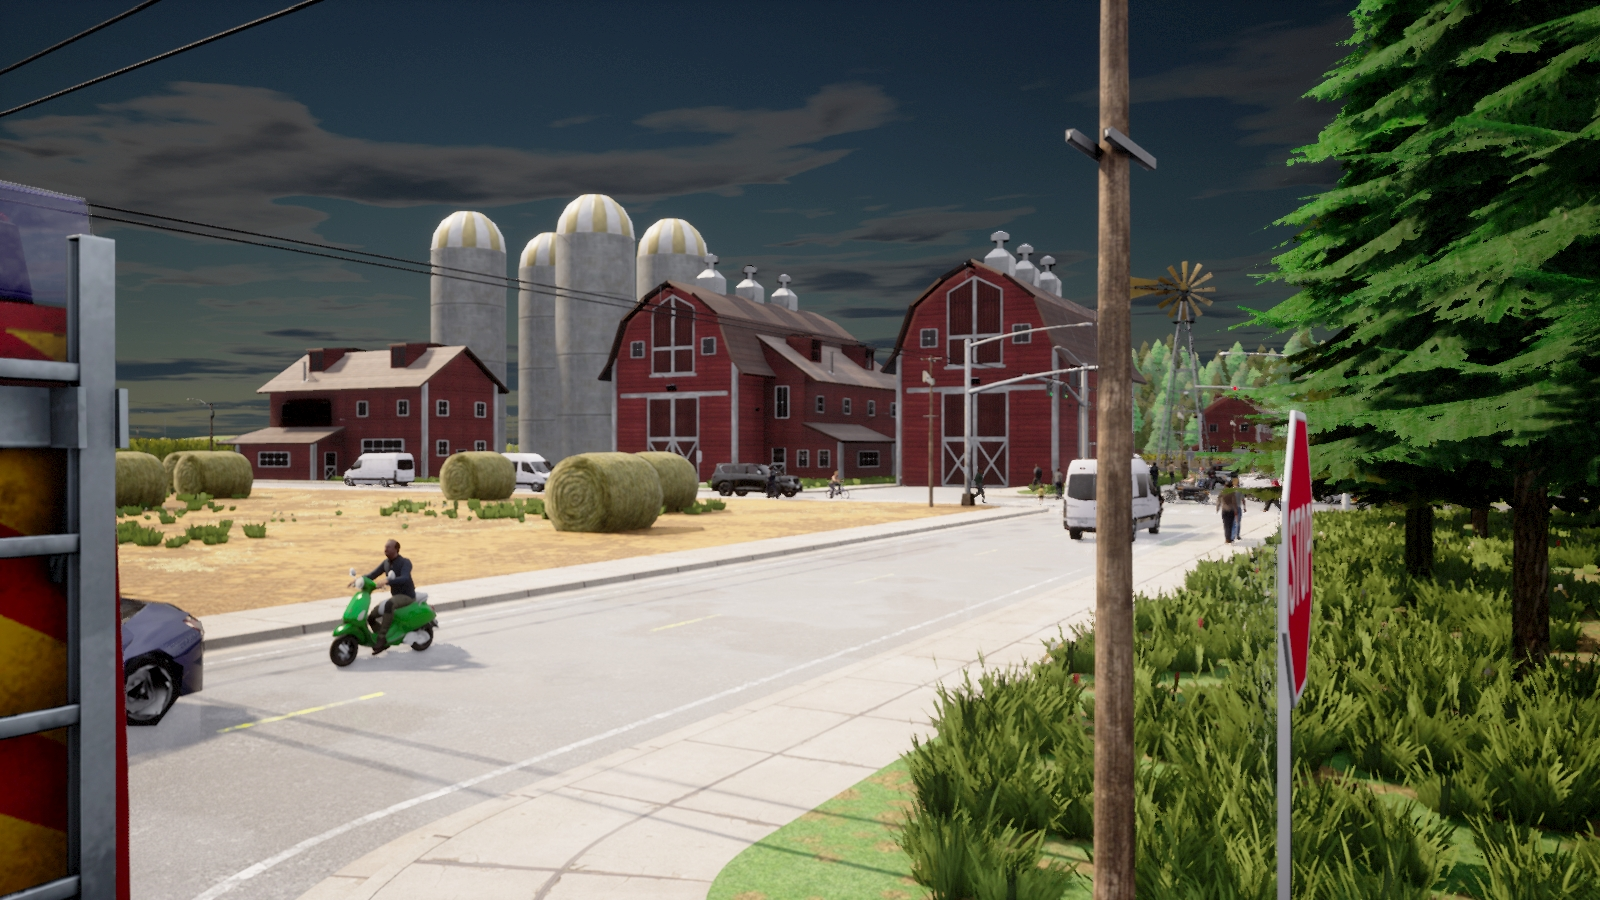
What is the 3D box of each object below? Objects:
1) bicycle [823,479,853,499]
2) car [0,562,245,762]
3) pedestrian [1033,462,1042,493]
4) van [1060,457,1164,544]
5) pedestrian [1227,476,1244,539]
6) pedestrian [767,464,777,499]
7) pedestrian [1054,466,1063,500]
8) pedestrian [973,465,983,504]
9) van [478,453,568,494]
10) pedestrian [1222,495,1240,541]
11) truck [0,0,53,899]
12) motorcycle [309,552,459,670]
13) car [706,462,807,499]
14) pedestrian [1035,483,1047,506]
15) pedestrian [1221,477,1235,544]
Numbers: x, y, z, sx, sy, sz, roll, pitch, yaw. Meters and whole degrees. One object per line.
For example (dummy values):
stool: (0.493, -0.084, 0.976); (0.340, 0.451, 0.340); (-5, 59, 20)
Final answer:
bicycle: (2.134, 2.222, 64.784); (1.487, 1.080, 0.859); (0, 0, 28)
car: (-8.107, 2.060, 10.819); (2.163, 1.488, 4.792); (0, 0, 27)
pedestrian: (14.341, 1.627, 68.955); (0.375, 1.860, 0.375); (0, 0, -27)
van: (10.294, 1.535, 37.323); (1.988, 2.561, 5.915); (0, 0, 28)
pedestrian: (12.935, 1.694, 33.954); (0.375, 1.860, 0.375); (0, 0, 40)
pedestrian: (-1.476, 1.673, 60.995); (0.375, 1.860, 0.375); (0, 0, 40)
pedestrian: (14.362, 1.823, 63.462); (0.375, 1.860, 0.375); (0, 0, 34)
pedestrian: (8.677, 1.670, 55.776); (0.375, 1.860, 0.375); (0, 0, 26)
van: (-18.334, 1.497, 75.488); (5.915, 2.561, 1.988); (0, 1, 28)
pedestrian: (12.595, 1.976, 33.367); (0.375, 1.300, 0.375); (0, 0, 42)
truck: (-6.263, 0.863, 3.425); (8.468, 3.827, 2.891); (0, 0, 27)
motorcycle: (-5.621, 2.142, 15.554); (0.856, 1.316, 1.805); (0, 0, 29)
car: (-2.580, 1.754, 67.250); (5.566, 2.045, 2.150); (0, 0, 28)
pedestrian: (12.037, 2.206, 57.035); (0.500, 1.100, 0.500); (0, 0, 26)
pedestrian: (12.035, 1.696, 32.145); (0.375, 1.860, 0.375); (0, 0, 20)
